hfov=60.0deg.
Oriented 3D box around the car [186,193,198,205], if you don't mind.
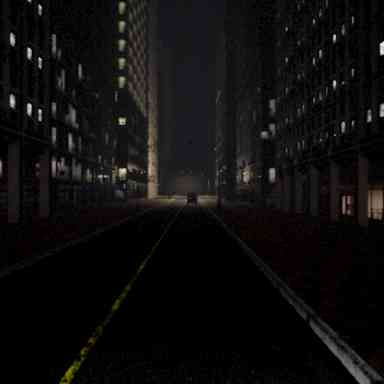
[{"bbox_3d":[0.009,1.454,59.586,1.837,1.490,4.892,0,0,0],"label":"car"}]
